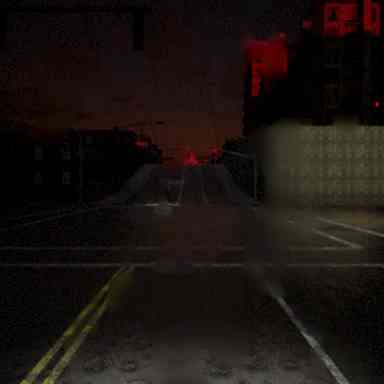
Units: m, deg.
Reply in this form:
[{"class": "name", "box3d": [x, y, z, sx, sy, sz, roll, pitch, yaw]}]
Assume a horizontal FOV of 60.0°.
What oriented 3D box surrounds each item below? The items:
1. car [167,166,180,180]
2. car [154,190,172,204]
[{"class": "car", "box3d": [-3.483, -3.680, 64.570, 2.150, 2.045, 5.566, 0, 14, 0]}, {"class": "car", "box3d": [-3.491, 0.590, 40.606, 1.837, 1.490, 4.892, 0, 6, 0]}]
